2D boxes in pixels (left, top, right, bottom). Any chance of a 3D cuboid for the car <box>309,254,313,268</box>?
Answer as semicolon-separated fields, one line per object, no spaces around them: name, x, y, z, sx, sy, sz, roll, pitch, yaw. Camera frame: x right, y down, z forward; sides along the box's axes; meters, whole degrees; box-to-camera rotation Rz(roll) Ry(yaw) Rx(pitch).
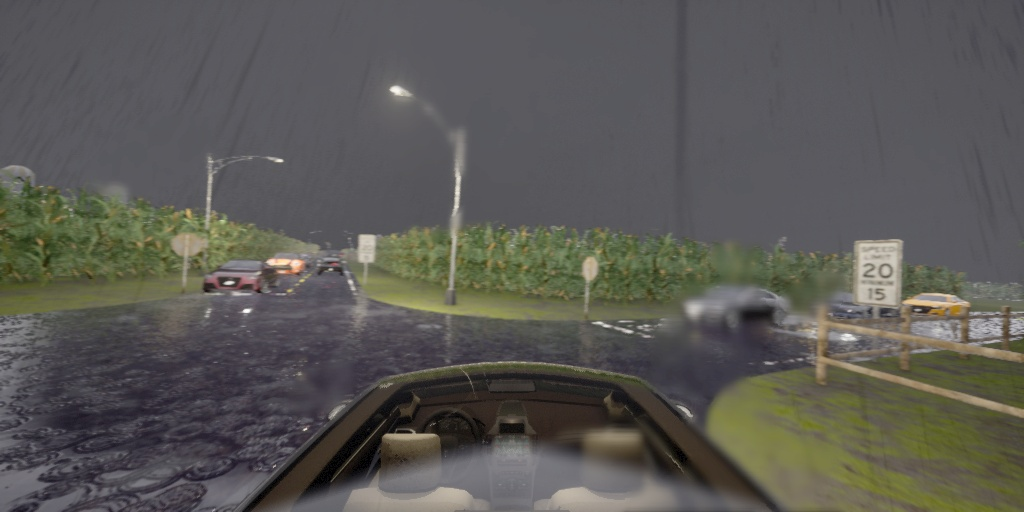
car;-22.006;0.461;37.585;2.128;1.511;4.902;3;-1;-26

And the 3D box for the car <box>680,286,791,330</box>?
car;8.886;1.968;14.221;4.902;1.511;2.128;4;-1;-25

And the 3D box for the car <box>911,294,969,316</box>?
car;26.765;3.131;22.660;5.008;1.535;1.882;4;-1;-25

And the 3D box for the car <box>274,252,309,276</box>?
car;-16.764;0.484;26.728;2.097;1.767;4.553;3;-1;-26

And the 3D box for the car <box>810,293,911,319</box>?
car;17.737;2.605;18.406;5.357;1.411;2.033;4;-1;-25

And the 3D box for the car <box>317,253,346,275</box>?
car;-15.047;0.762;29.910;1.837;1.490;4.892;3;-1;-26

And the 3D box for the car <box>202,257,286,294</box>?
car;-11.777;0.845;15.886;1.994;1.385;4.181;3;-1;-22

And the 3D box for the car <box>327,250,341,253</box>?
car;-28.305;0.056;57.309;2.150;2.045;5.566;3;-1;-26
